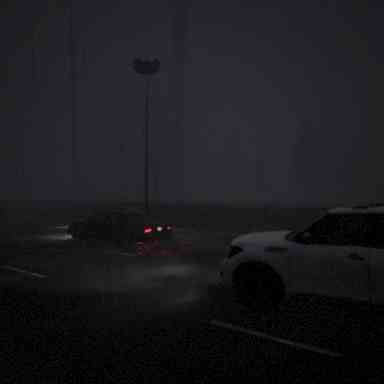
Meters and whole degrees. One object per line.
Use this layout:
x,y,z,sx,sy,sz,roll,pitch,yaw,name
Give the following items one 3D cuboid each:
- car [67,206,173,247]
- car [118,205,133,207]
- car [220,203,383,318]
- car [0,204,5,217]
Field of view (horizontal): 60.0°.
-3.361,1.555,15.002,5.357,1.411,2.033,0,0,36,car
-4.440,1.536,20.076,4.674,1.442,1.812,0,0,36,car
3.229,1.225,5.983,5.566,2.045,2.150,0,0,36,car
-19.124,1.507,30.578,4.902,1.511,2.128,0,0,36,car
